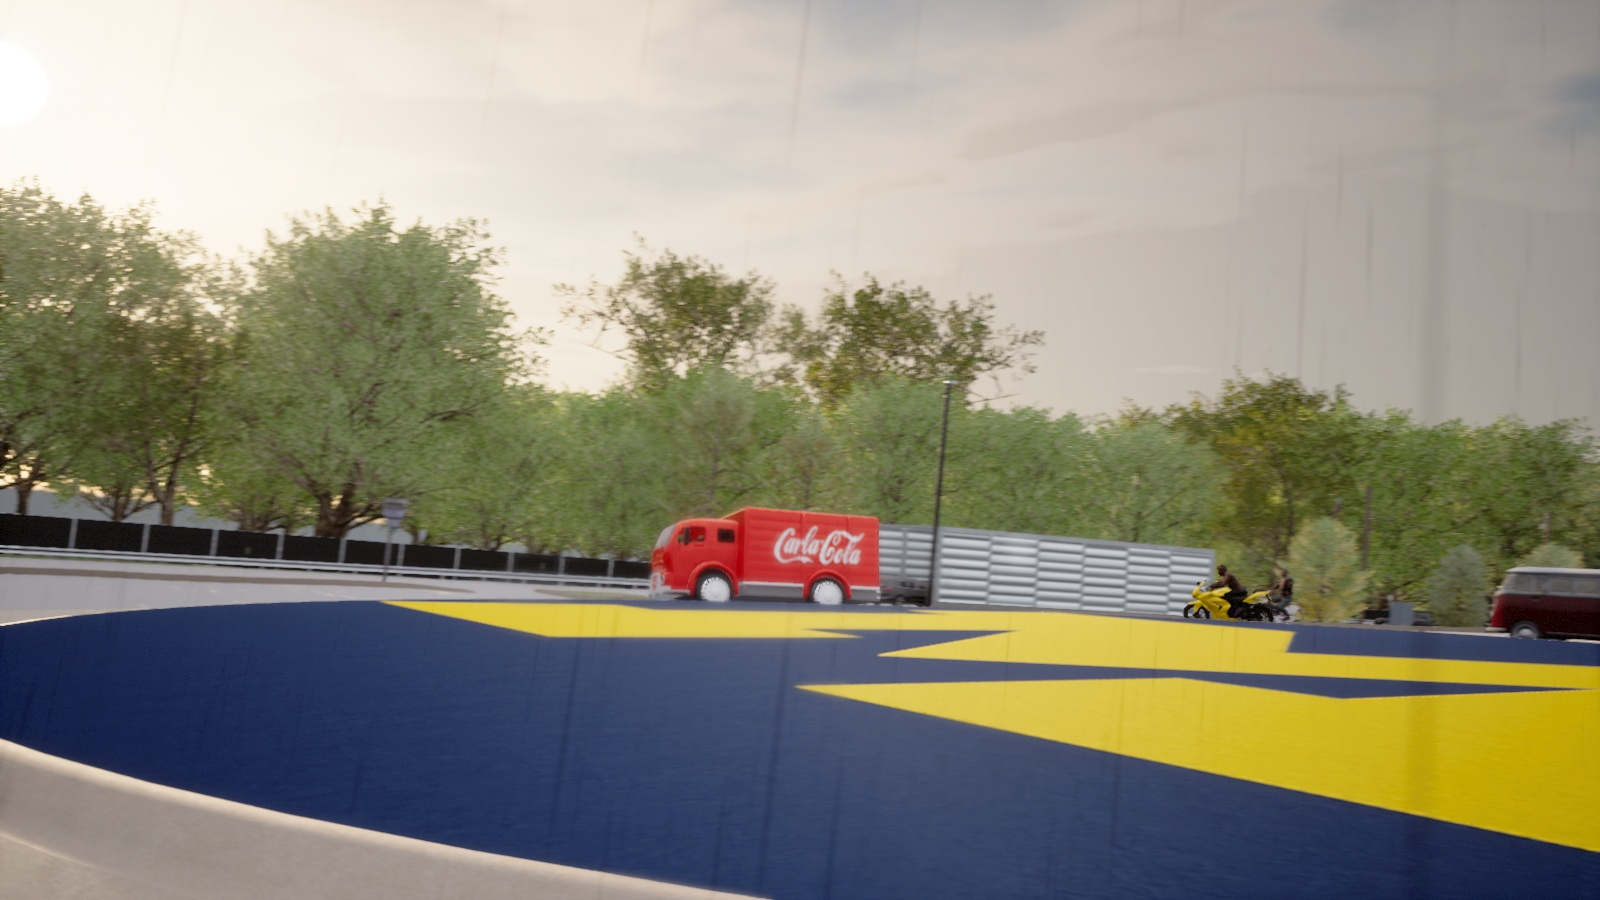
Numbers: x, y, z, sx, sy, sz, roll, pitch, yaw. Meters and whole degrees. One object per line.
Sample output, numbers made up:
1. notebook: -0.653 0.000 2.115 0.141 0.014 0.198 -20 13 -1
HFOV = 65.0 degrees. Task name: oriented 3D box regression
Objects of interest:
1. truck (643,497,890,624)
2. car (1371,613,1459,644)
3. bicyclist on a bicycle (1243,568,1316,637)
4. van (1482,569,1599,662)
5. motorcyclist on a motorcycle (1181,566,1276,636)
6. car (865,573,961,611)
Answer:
1. truck: -0.818 2.710 29.757 5.204 2.467 2.627 6 -11 -19
2. car: 41.011 11.912 83.842 1.837 1.490 4.892 10 -6 -41
3. bicyclist on a bicycle: 13.642 4.339 35.720 1.843 1.776 0.659 8 -7 -19
4. van: 18.567 3.909 29.134 1.775 1.987 4.442 10 -8 -38
5. motorcyclist on a motorcycle: 10.032 3.522 29.368 2.044 1.523 0.797 0 -7 22
6. car: 6.168 7.737 68.378 4.611 1.667 2.242 7 -5 -30
